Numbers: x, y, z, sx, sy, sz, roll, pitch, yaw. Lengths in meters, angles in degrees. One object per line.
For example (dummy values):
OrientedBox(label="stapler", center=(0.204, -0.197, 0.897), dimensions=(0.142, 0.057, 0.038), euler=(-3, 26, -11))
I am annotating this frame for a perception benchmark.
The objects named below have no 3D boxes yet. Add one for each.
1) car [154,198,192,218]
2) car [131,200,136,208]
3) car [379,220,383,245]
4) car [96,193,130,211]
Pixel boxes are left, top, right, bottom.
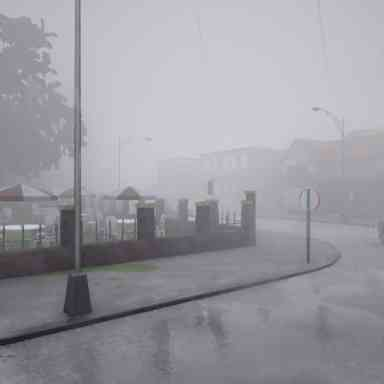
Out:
OrientedBox(label="car", center=(-1.965, 1.352, 30.252), dimensions=(2.097, 1.767, 4.553), euler=(0, 0, -36))
OrientedBox(label="car", center=(-10.012, 1.478, 48.730), dimensions=(1.882, 1.535, 5.008), euler=(0, 0, -35))
OrientedBox(label="car", center=(8.749, 1.507, 12.084), dimensions=(1.837, 1.490, 4.892), euler=(3, 0, 2))
OrientedBox(label="car", center=(-10.236, 1.211, 41.853), dimensions=(2.150, 2.045, 5.566), euler=(0, 1, -35))
